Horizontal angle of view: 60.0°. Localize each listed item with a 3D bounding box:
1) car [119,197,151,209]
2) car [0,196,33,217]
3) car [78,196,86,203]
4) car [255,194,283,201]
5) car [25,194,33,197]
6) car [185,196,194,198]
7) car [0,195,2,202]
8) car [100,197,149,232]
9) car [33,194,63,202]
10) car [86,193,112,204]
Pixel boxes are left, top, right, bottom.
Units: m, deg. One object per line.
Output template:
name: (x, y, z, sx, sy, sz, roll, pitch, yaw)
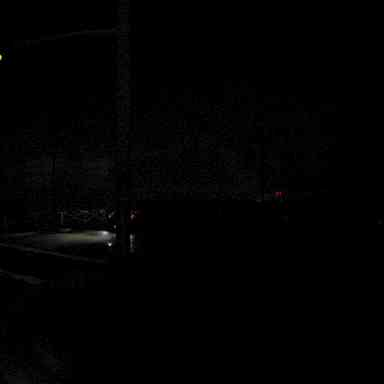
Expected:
car: (-7.473, 1.384, 43.804, 1.970, 1.475, 3.806, 0, 0, 35)
car: (-15.785, 1.339, 26.883, 2.007, 1.523, 4.514, 0, 0, 35)
car: (-18.453, 1.077, 60.329, 1.905, 1.878, 3.866, 0, 0, 35)
car: (8.450, 1.221, 37.024, 2.150, 2.045, 5.566, 0, 0, 35)
car: (-34.322, 1.232, 71.163, 1.970, 1.475, 3.806, 0, 0, 35)
car: (-0.753, 1.374, 48.140, 1.845, 1.501, 3.633, 0, 0, 35)
car: (-41.384, 1.298, 67.525, 2.007, 1.523, 4.514, 0, 0, 35)
car: (-3.022, 1.352, 20.539, 2.097, 1.767, 4.553, 0, 0, 35)
car: (-28.897, 1.153, 67.720, 2.152, 1.636, 5.027, 0, 0, 35)
car: (-15.843, 1.097, 58.987, 1.932, 1.855, 4.605, 0, 0, 35)
